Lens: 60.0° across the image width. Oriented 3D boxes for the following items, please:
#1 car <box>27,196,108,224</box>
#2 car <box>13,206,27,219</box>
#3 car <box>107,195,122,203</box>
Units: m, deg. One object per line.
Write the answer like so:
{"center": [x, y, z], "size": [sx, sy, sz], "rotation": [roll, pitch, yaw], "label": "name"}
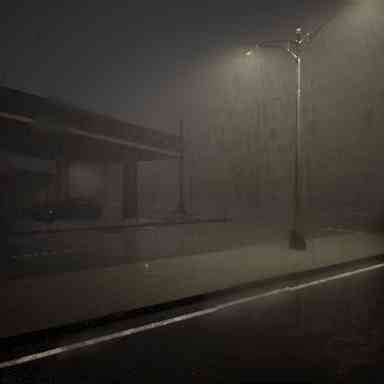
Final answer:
{"center": [-8.798, 1.290, 23.647], "size": [4.611, 1.667, 2.242], "rotation": [0, 0, -35], "label": "car"}
{"center": [-12.755, 1.451, 27.881], "size": [3.806, 1.475, 1.970], "rotation": [0, 0, -35], "label": "car"}
{"center": [-16.013, 1.400, 67.555], "size": [2.097, 1.767, 4.553], "rotation": [0, 0, -36], "label": "car"}
